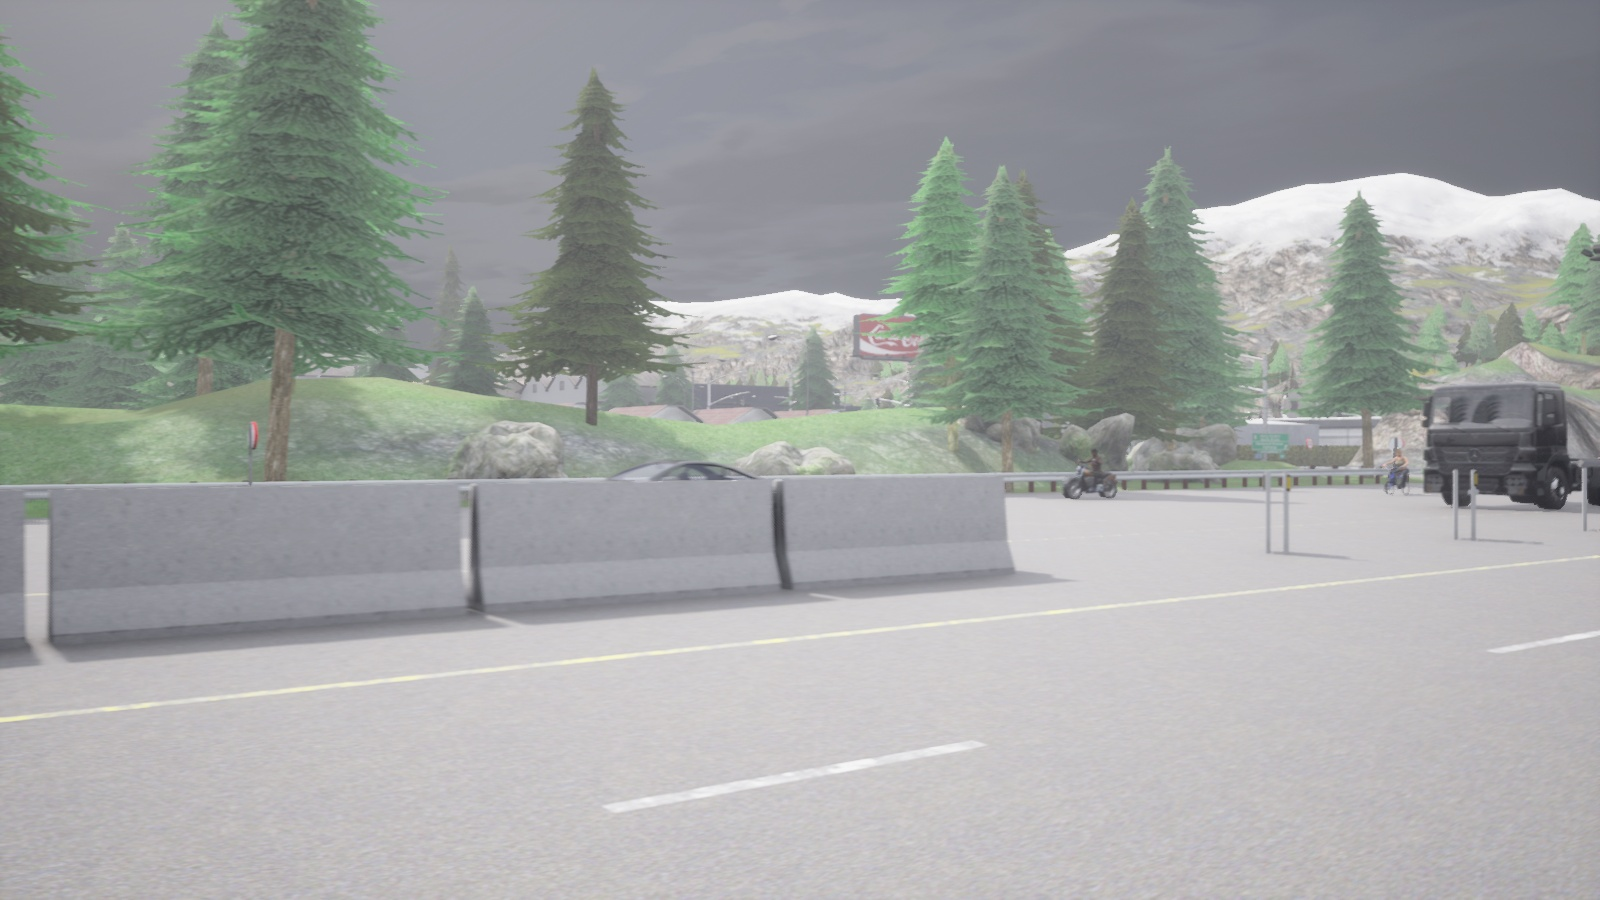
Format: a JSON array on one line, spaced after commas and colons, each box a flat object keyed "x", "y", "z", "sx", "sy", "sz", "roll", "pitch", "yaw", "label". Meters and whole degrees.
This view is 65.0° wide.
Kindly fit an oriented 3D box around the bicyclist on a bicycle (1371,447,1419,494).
[{"x": 20.677, "y": 0.696, "z": 43.635, "sx": 1.509, "sy": 1.612, "sz": 0.866, "roll": 0, "pitch": 0, "yaw": -35, "label": "bicyclist on a bicycle"}]

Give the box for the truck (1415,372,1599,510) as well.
[{"x": 20.637, "y": -0.238, "z": 35.047, "sx": 7.936, "sy": 3.462, "sz": 2.891, "roll": 0, "pitch": 0, "yaw": -36, "label": "truck"}]

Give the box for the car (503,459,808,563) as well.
[{"x": -2.164, "y": 0.850, "z": 19.210, "sx": 4.181, "sy": 1.385, "sz": 1.994, "roll": 0, "pitch": 0, "yaw": -35, "label": "car"}]

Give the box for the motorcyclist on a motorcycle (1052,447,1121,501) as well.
[{"x": 9.103, "y": 0.738, "z": 39.849, "sx": 2.350, "sy": 1.649, "sz": 0.766, "roll": 0, "pitch": 0, "yaw": -35, "label": "motorcyclist on a motorcycle"}]
